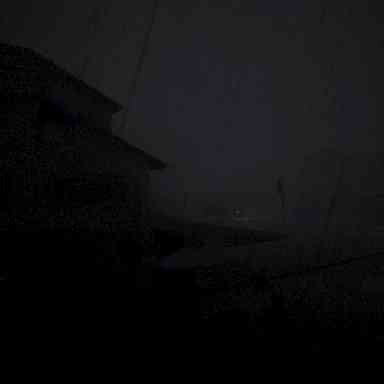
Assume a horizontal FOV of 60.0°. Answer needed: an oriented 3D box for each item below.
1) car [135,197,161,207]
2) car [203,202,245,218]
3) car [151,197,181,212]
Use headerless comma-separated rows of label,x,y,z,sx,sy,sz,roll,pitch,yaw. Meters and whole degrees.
car,-6.771,1.526,50.817,1.812,1.442,4.674,0,0,-36
car,2.802,1.564,30.098,1.994,1.385,4.181,0,0,-35
car,-3.179,1.505,38.566,1.837,1.490,4.892,0,0,-35
